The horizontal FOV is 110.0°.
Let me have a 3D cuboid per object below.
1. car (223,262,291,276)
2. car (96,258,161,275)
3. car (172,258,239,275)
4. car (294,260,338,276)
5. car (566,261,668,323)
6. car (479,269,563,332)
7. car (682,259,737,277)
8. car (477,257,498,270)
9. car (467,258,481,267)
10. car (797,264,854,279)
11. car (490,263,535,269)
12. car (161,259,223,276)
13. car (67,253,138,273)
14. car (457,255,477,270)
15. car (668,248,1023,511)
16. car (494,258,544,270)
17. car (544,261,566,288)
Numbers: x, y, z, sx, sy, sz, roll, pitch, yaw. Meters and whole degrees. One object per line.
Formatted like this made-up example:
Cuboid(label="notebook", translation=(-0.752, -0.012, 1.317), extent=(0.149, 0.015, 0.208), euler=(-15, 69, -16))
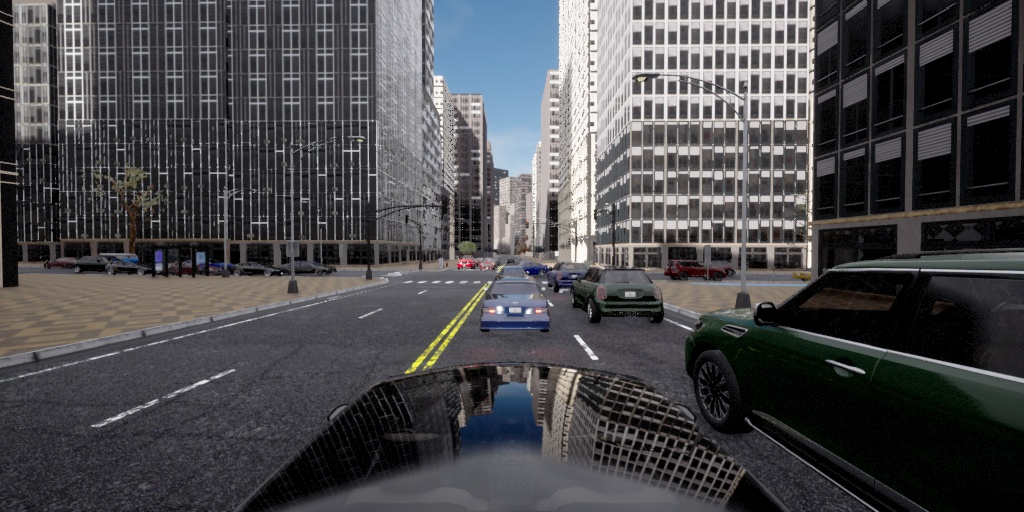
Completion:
Cuboid(label="car", translation=(-22.804, 1.173, 32.199), extent=(4.313, 1.339, 1.948), euler=(0, 0, 1))
Cuboid(label="car", translation=(-34.170, 1.069, 32.478), extent=(4.313, 1.339, 1.948), euler=(0, 0, 1))
Cuboid(label="car", translation=(-29.850, 0.977, 35.034), extent=(5.008, 1.535, 1.882), euler=(1, 1, 1))
Cuboid(label="car", translation=(-19.989, 1.136, 34.856), extent=(5.357, 1.411, 2.033), euler=(1, 1, 1))
Cuboid(label="car", translation=(3.325, 1.097, 12.217), extent=(2.097, 1.767, 4.553), euler=(0, 0, 0))
Cuboid(label="car", translation=(0.080, 1.293, 10.771), extent=(2.033, 1.411, 5.357), euler=(0, 0, 0))
Cuboid(label="car", translation=(20.591, 1.251, 37.473), extent=(4.553, 1.767, 2.097), euler=(0, 1, 1))
Cuboid(label="car", translation=(-3.432, 1.068, 51.209), extent=(2.097, 1.767, 4.553), euler=(0, 0, -1))
Cuboid(label="car", translation=(-6.708, 1.179, 63.698), extent=(1.882, 1.535, 5.008), euler=(0, 0, 1))
Cuboid(label="car", translation=(32.540, 1.568, 37.300), extent=(4.181, 1.385, 1.994), euler=(0, 1, 0))
Cuboid(label="car", translation=(0.055, 1.304, 20.014), extent=(1.994, 1.385, 4.181), euler=(0, 0, 0))
Cuboid(label="car", translation=(-28.489, 1.137, 32.318), extent=(4.207, 1.307, 1.802), euler=(0, 0, 1))
Cuboid(label="car", translation=(-39.881, 0.760, 35.219), extent=(4.553, 1.767, 2.097), euler=(1, 1, 1))
Cuboid(label="car", translation=(-6.713, 0.935, 53.353), extent=(2.150, 2.045, 5.566), euler=(0, 0, 0))
Cuboid(label="car", translation=(3.345, 0.971, 2.371), extent=(2.150, 2.045, 5.566), euler=(0, 0, 0))
Cuboid(label="car", translation=(1.162, 1.258, 34.521), extent=(5.008, 1.535, 1.882), euler=(0, 0, -33))
Cuboid(label="car", translation=(3.303, 1.092, 21.082), extent=(2.097, 1.767, 4.553), euler=(0, 0, 0))
